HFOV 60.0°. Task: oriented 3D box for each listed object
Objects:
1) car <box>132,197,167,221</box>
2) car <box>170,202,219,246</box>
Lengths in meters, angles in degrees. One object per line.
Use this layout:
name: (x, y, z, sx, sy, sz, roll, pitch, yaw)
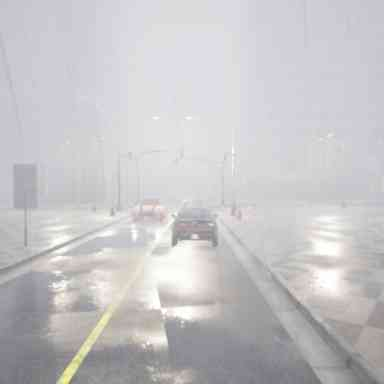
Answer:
car: (-2.989, 1.156, 24.189, 2.097, 1.767, 4.553, 0, 1, 0)
car: (0.109, 1.370, 14.487, 1.837, 1.490, 4.892, 0, 0, 0)
